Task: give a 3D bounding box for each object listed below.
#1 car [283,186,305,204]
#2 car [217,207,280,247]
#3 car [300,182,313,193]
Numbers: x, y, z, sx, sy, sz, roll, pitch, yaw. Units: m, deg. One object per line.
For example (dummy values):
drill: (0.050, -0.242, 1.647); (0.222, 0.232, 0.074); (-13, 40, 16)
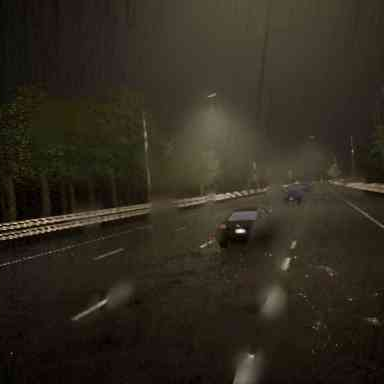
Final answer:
car: (11.334, 0.494, 37.392); (1.812, 1.442, 4.674); (-5, 0, 21)
car: (2.448, 1.320, 13.894); (1.994, 1.385, 4.181); (-5, 0, 21)
car: (24.077, -0.881, 71.114); (2.150, 2.045, 5.566); (-5, 0, 21)
